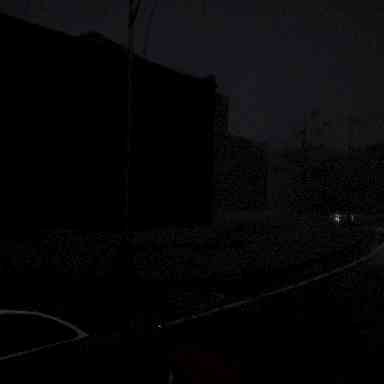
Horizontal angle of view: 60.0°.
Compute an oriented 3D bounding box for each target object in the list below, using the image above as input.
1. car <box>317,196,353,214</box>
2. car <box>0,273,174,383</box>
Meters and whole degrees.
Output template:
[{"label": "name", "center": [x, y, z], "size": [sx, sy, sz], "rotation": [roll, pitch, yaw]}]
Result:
[{"label": "car", "center": [17.335, 1.485, 40.643], "size": [2.150, 2.045, 5.566], "rotation": [2, 0, -4]}, {"label": "car", "center": [-2.461, 1.497, 2.432], "size": [4.902, 1.511, 2.128], "rotation": [1, -1, -36]}]
